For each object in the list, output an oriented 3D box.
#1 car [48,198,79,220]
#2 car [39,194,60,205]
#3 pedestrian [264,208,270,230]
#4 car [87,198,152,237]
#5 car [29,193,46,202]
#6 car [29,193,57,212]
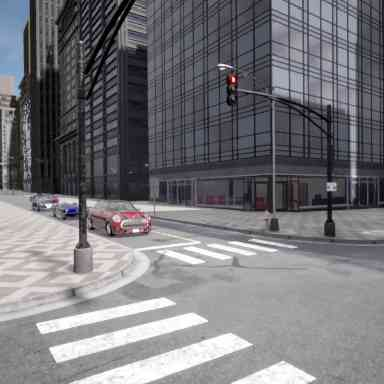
[{"bbox_3d":[-9.607,1.389,26.075,1.895,1.301,4.718,-1,1,-34],"label":"car"},{"bbox_3d":[-20.547,1.062,47.892,1.994,1.385,4.181,-1,1,-34],"label":"car"},{"bbox_3d":[3.892,1.373,17.276,0.500,1.100,0.500,0,0,-34],"label":"pedestrian"},{"bbox_3d":[-3.933,1.234,17.692,2.097,1.767,4.553,-1,1,-34],"label":"car"},{"bbox_3d":[-26.096,0.882,56.060,1.837,1.490,4.892,-1,1,-34],"label":"car"},{"bbox_3d":[-15.425,1.178,34.668,2.128,1.511,4.902,-1,1,-34],"label":"car"}]
